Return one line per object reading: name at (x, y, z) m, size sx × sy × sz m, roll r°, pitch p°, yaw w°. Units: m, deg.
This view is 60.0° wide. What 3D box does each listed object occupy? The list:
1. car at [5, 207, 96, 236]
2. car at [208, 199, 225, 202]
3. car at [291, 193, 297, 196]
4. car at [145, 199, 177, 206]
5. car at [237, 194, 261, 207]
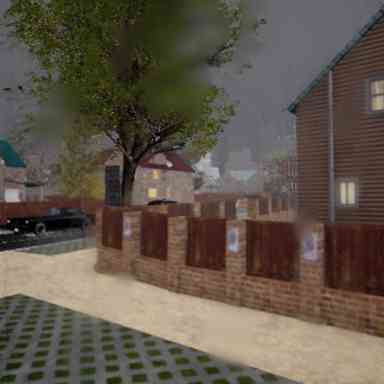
car at (-7.426, 1.518, 18.105) m, size 1.895 × 1.301 × 4.718 m, roll -1°, pitch 0°, yaw 30°
car at (2.405, 1.379, 34.526) m, size 1.895 × 1.301 × 4.718 m, roll -1°, pitch 0°, yaw 31°
car at (17.062, 0.908, 53.269) m, size 2.097 × 1.767 × 4.553 m, roll -1°, pitch 0°, yaw 31°
car at (-2.595, 1.353, 26.202) m, size 1.837 × 1.490 × 4.892 m, roll -1°, pitch 0°, yaw 31°
car at (7.577, 1.057, 43.090) m, size 2.097 × 1.767 × 4.553 m, roll -1°, pitch 0°, yaw 31°
